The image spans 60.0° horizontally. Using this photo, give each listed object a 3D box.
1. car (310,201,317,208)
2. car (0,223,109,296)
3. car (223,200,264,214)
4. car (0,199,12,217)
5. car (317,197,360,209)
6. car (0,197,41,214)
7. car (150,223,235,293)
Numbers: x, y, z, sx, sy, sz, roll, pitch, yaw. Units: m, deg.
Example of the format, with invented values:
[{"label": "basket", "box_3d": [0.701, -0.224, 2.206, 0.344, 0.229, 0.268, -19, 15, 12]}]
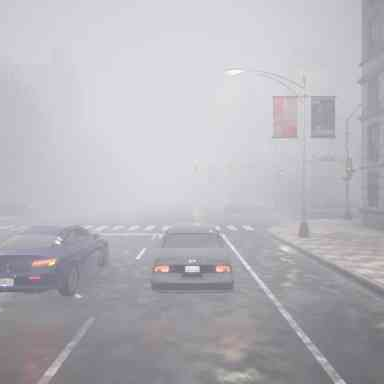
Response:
[{"label": "car", "box_3d": [19.011, 1.505, 46.242, 4.892, 1.490, 1.837, 0, 0, 0]}, {"label": "car", "box_3d": [-3.496, 1.526, 8.536, 1.812, 1.442, 4.674, 0, 0, 0]}, {"label": "car", "box_3d": [5.268, 1.564, 34.492, 4.181, 1.385, 1.994, 0, 0, 0]}, {"label": "car", "box_3d": [-18.959, 1.564, 29.909, 4.181, 1.385, 1.994, 0, 0, 15]}, {"label": "car", "box_3d": [19.033, 1.526, 42.749, 4.674, 1.442, 1.812, 0, 0, 0]}, {"label": "car", "box_3d": [-18.160, 1.351, 34.389, 4.553, 1.767, 2.097, 0, 0, 0]}, {"label": "car", "box_3d": [0.002, 1.547, 8.986, 2.033, 1.411, 5.357, 0, 0, 0]}]
